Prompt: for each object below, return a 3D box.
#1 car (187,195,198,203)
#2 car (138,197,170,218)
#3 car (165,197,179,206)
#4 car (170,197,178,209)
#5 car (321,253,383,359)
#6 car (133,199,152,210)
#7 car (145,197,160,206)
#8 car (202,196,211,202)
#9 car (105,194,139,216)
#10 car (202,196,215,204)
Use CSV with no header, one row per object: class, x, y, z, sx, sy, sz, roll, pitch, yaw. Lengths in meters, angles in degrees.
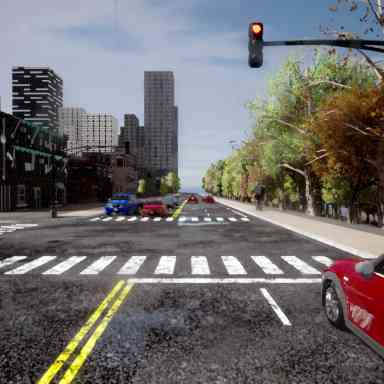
car,0.123,1.327,65.981,2.097,1.767,4.553,0,0,0
car,-3.333,1.469,30.257,1.882,1.535,5.008,0,0,0
car,-3.304,1.527,55.904,2.033,1.411,5.357,0,0,0
car,-3.316,1.532,44.626,2.033,1.411,5.357,0,0,0
car,3.350,1.351,4.140,2.097,1.767,4.553,0,0,0
car,-6.571,1.586,44.637,1.895,1.301,4.718,0,0,0
car,-6.553,1.544,55.337,1.994,1.385,4.181,0,0,1
car,3.279,1.522,75.455,1.994,1.385,4.181,0,0,0
car,-6.662,1.210,32.314,2.150,2.045,5.566,0,0,2
car,3.373,1.453,65.312,1.882,1.535,5.008,0,0,0
